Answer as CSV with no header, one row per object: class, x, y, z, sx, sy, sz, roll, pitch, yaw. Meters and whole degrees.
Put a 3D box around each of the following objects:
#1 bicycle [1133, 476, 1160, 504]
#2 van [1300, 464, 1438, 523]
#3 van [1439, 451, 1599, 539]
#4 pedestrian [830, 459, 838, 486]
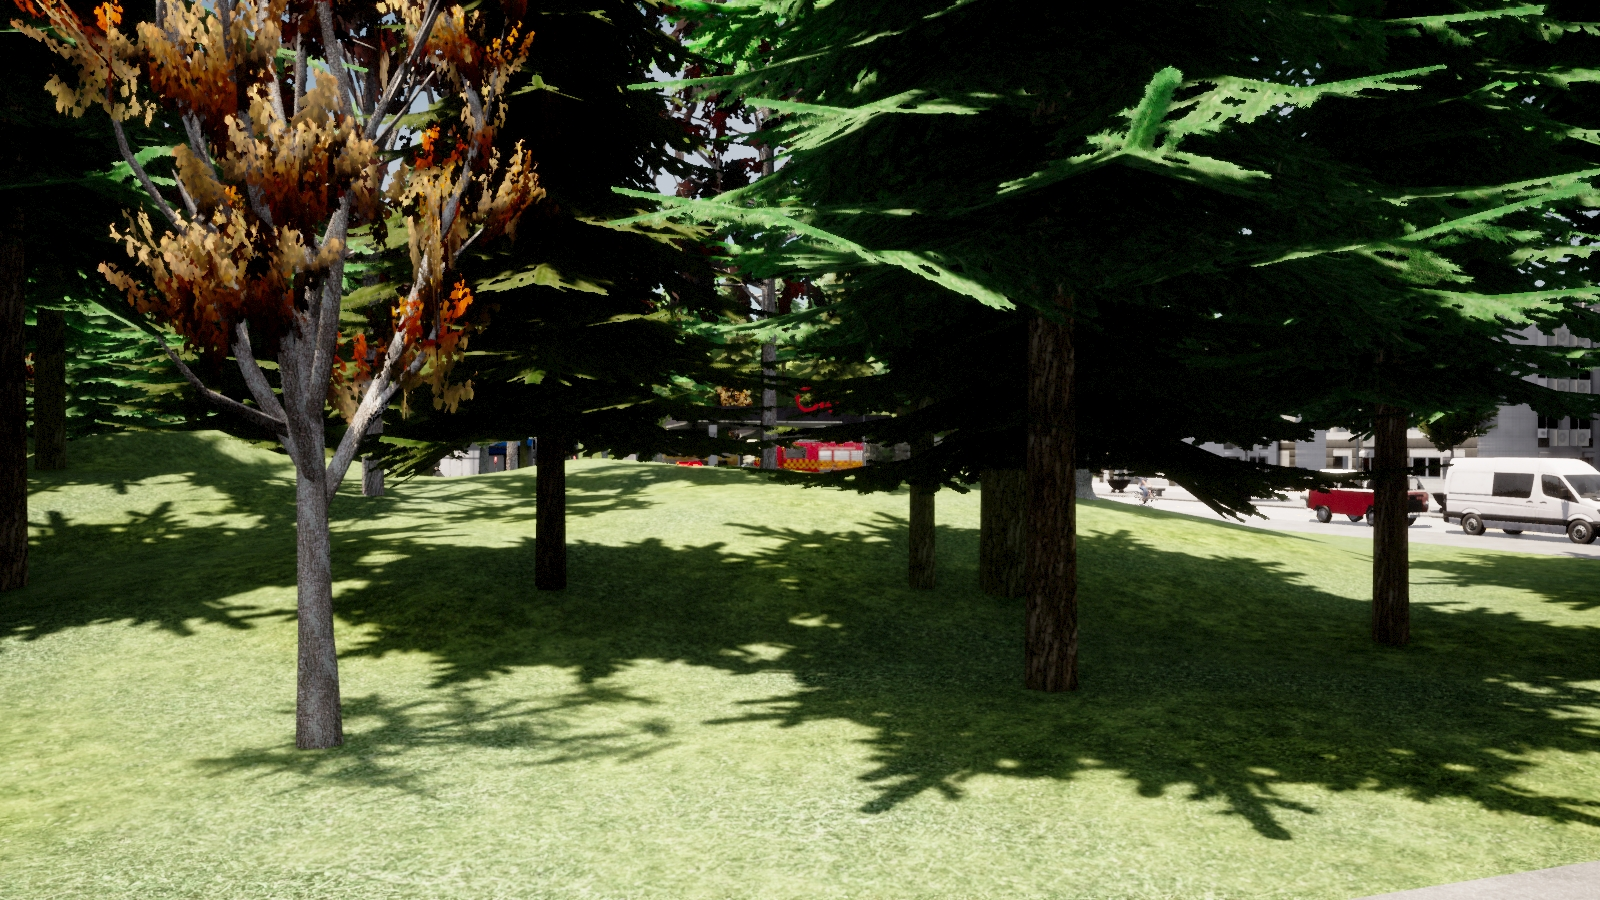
bicycle,16.880,1.936,55.745,0.373,1.296,1.643,0,1,-19
van,21.187,1.562,42.785,2.069,2.038,4.480,0,0,-18
van,23.412,1.314,36.018,1.988,2.561,5.915,0,0,-18
pedestrian,2.271,1.525,77.222,0.375,1.860,0.375,0,0,43
